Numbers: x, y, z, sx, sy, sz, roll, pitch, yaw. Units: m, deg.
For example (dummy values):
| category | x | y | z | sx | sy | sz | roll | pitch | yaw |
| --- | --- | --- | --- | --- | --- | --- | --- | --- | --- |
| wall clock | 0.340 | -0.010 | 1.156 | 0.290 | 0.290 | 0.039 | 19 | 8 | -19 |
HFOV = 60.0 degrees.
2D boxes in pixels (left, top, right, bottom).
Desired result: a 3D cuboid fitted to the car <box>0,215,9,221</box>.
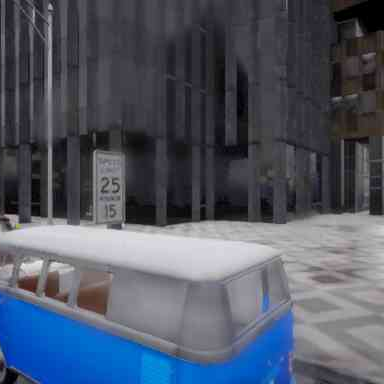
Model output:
| category | x | y | z | sx | sy | sz | roll | pitch | yaw |
| --- | --- | --- | --- | --- | --- | --- | --- | --- | --- |
| car | -5.497 | 1.311 | 7.002 | 5.009 | 1.841 | 2.192 | 0 | 0 | 36 |

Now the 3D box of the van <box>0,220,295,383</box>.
| category | x | y | z | sx | sy | sz | roll | pitch | yaw |
| --- | --- | --- | --- | --- | --- | --- | --- | --- | --- |
| van | -0.904 | 1.341 | 3.726 | 3.998 | 1.788 | 1.690 | 0 | 0 | 36 |
